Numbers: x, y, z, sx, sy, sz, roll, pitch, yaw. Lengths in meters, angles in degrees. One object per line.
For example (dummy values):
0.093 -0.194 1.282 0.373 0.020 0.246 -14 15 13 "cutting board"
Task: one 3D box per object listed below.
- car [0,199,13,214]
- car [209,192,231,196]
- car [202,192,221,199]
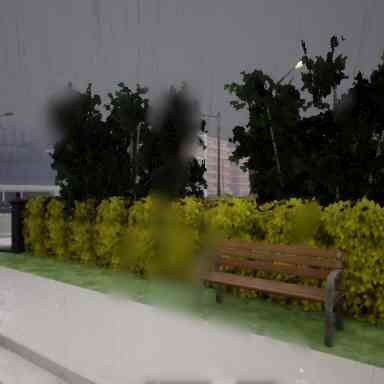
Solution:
-17.446 1.509 34.681 2.033 1.411 5.357 0 0 35 "car"
6.164 0.710 68.205 2.128 1.511 4.902 0 1 35 "car"
4.195 0.725 71.470 1.812 1.442 4.674 0 1 35 "car"
